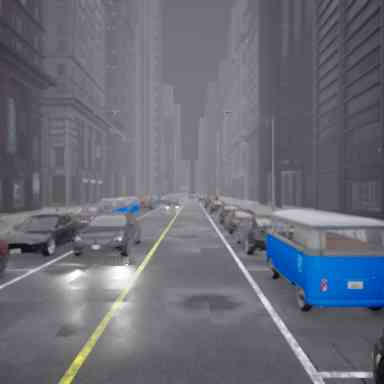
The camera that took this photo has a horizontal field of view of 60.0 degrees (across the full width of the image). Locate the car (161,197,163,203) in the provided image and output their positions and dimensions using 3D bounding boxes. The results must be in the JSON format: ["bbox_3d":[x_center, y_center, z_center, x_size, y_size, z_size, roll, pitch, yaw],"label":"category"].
[{"bbox_3d":[-5.770,1.571,63.811,1.887,1.381,4.507,0,0,0],"label":"car"}]

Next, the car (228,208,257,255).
[{"bbox_3d":[2.760,1.549,13.099,2.008,1.369,4.403,0,0,0],"label":"car"}]

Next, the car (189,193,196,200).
[{"bbox_3d":[-0.007,1.410,93.680,1.882,1.535,5.008,0,0,0],"label":"car"}]

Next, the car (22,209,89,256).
[{"bbox_3d":[-5.765,1.564,13.082,1.947,1.339,4.313,0,0,0],"label":"car"}]

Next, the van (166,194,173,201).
[{"bbox_3d":[-5.773,1.394,86.358,1.690,1.788,3.998,0,0,0],"label":"van"}]

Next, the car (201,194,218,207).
[{"bbox_3d":[2.756,1.326,46.916,2.192,1.841,5.009,0,0,0],"label":"car"}]

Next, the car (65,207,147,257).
[{"bbox_3d":[-3.103,1.524,13.061,1.812,1.442,4.674,0,0,0],"label":"car"}]

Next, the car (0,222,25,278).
[{"bbox_3d":[-5.765,1.580,7.445,1.802,1.307,4.206,0,0,0],"label":"car"}]

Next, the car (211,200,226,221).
[{"bbox_3d":[2.759,1.551,24.371,2.008,1.369,4.403,0,0,0],"label":"car"}]

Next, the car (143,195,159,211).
[{"bbox_3d":[-5.769,1.322,41.264,2.192,1.841,5.009,0,0,0],"label":"car"}]

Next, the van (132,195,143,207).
[{"bbox_3d":[-5.767,1.343,29.991,1.690,1.788,3.998,0,0,0],"label":"van"}]

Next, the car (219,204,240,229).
[{"bbox_3d":[2.759,1.581,18.735,1.802,1.307,4.206,0,0,0],"label":"car"}]

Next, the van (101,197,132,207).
[{"bbox_3d":[-5.767,1.341,24.355,1.690,1.788,3.998,0,0,0],"label":"van"}]

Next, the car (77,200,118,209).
[{"bbox_3d":[-5.766,1.439,18.718,1.967,1.590,4.097,0,0,0],"label":"car"}]

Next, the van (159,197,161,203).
[{"bbox_3d":[-5.769,1.352,46.900,1.690,1.788,3.998,0,0,0],"label":"van"}]

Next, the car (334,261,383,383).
[{"bbox_3d":[2.761,1.550,1.826,2.008,1.369,4.403,0,0,0],"label":"car"}]

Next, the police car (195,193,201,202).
[{"bbox_3d":[2.360,1.466,76.522,1.930,1.638,5.238,0,0,0],"label":"police car"}]

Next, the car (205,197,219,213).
[{"bbox_3d":[2.758,1.549,35.643,1.887,1.381,4.507,0,0,0],"label":"car"}]

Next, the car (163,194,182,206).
[{"bbox_3d":[-3.074,1.521,53.631,1.837,1.490,4.892,0,0,0],"label":"car"}]

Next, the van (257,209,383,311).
[{"bbox_3d":[2.760,1.340,7.462,1.690,1.788,3.998,0,0,0],"label":"van"}]
